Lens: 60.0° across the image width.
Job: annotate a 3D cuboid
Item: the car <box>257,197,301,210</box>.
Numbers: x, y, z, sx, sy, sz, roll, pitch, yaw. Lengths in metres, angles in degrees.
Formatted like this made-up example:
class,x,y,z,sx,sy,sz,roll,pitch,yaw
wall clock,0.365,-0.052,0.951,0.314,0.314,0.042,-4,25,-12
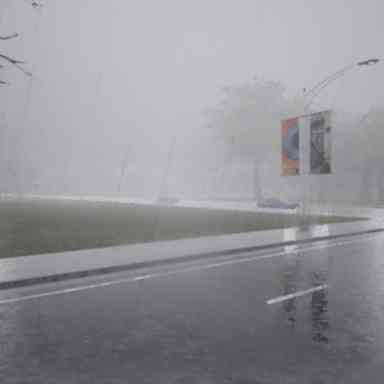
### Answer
class,x,y,z,sx,sy,sz,roll,pitch,yaw
car,10.112,1.335,39.131,2.033,1.411,5.357,0,0,-36

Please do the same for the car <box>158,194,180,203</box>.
class,x,y,z,sx,sy,sz,roll,pitch,yaw
car,-4.102,1.071,58.703,2.097,1.767,4.553,0,0,-36
